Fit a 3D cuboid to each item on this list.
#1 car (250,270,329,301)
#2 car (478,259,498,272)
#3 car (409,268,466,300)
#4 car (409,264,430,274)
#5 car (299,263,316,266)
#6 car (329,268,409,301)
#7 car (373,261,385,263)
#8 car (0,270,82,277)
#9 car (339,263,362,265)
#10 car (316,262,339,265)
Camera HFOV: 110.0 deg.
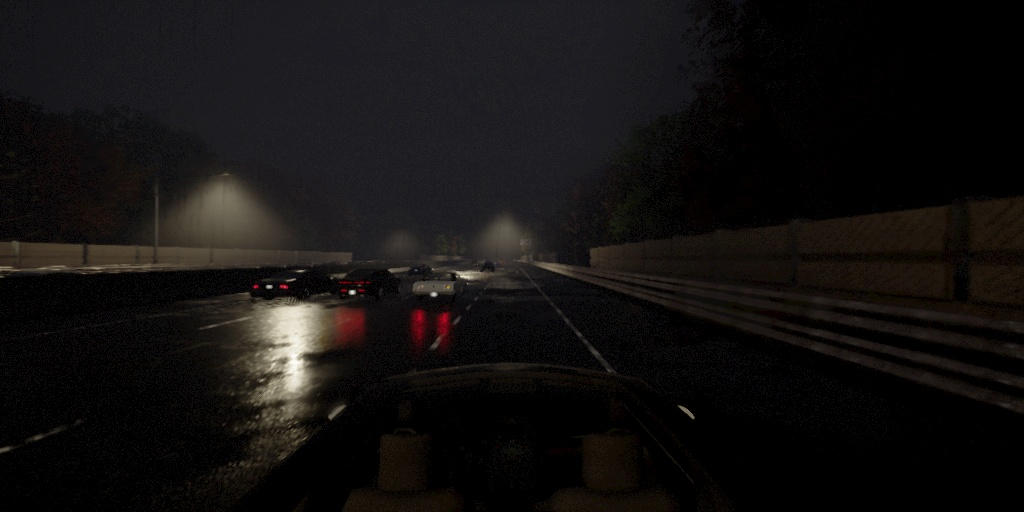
[{"bbox_3d":[-10.499,1.394,18.017,2.033,1.411,5.357,0,0,0],"label":"car"},{"bbox_3d":[-3.502,1.571,53.427,1.837,1.490,4.892,0,0,0],"label":"car"},{"bbox_3d":[-3.500,1.451,18.299,1.895,1.301,4.718,0,0,0],"label":"car"},{"bbox_3d":[-10.499,1.552,41.262,1.994,1.385,4.181,0,0,0],"label":"car"},{"bbox_3d":[-31.509,1.679,55.779,1.895,1.301,4.718,0,0,0],"label":"car"},{"bbox_3d":[-7.001,1.354,18.147,1.837,1.490,4.892,0,0,0],"label":"car"},{"bbox_3d":[-21.027,1.568,56.054,2.128,1.511,4.902,0,0,1],"label":"car"},{"bbox_3d":[-21.065,1.356,15.898,1.812,1.442,4.674,0,-1,0],"label":"car"},{"bbox_3d":[-24.515,1.677,55.930,1.895,1.301,4.718,0,0,0],"label":"car"},{"bbox_3d":[-28.016,1.639,55.922,1.994,1.385,4.181,0,0,0],"label":"car"}]
